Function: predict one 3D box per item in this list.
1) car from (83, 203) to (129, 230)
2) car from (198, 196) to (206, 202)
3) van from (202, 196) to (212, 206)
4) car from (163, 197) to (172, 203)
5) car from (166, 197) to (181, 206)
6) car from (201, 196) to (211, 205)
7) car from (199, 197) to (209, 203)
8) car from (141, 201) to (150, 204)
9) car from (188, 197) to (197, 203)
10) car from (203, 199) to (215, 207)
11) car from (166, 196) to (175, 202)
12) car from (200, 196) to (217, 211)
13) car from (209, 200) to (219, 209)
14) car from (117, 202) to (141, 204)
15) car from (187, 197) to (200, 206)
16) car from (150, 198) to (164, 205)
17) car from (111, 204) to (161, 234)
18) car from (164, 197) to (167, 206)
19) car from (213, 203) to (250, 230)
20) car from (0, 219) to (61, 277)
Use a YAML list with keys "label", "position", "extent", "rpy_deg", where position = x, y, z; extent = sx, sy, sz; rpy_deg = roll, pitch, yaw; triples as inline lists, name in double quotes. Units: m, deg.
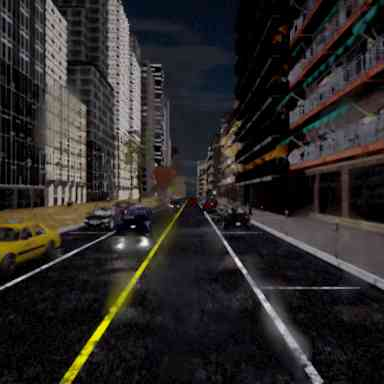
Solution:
- label: "car"
  position: [-5.680, 1.622, 21.609]
  extent: [2.008, 1.369, 4.403]
  rpy_deg: [0, 0, 0]
- label: "car"
  position: [2.734, 1.890, 87.996]
  extent: [2.008, 1.369, 4.403]
  rpy_deg: [0, 0, 0]
- label: "van"
  position: [2.720, 1.559, 60.333]
  extent: [1.690, 1.788, 3.998]
  rpy_deg: [0, 0, 0]
- label: "car"
  position: [-5.651, 1.814, 76.765]
  extent: [1.752, 1.417, 4.829]
  rpy_deg: [0, 0, 0]
- label: "car"
  position: [-2.996, 1.766, 60.528]
  extent: [2.033, 1.411, 5.357]
  rpy_deg: [0, 0, 1]
- label: "car"
  position: [2.723, 1.682, 65.865]
  extent: [1.967, 1.590, 4.097]
  rpy_deg: [0, 0, 0]
- label: "car"
  position: [2.729, 1.840, 76.930]
  extent: [2.008, 1.369, 4.403]
  rpy_deg: [0, 0, 0]
- label: "car"
  position: [-5.674, 1.660, 32.674]
  extent: [2.008, 1.369, 4.403]
  rpy_deg: [0, 0, 0]
- label: "car"
  position: [0.038, 1.715, 74.228]
  extent: [1.895, 1.301, 4.718]
  rpy_deg: [0, 0, 0]
- label: "car"
  position: [2.717, 1.777, 54.800]
  extent: [1.802, 1.307, 4.206]
  rpy_deg: [0, 0, 0]
- label: "car"
  position: [-5.646, 1.884, 88.000]
  extent: [1.887, 1.381, 4.507]
  rpy_deg: [0, 0, 0]
- label: "car"
  position: [2.409, 1.498, 42.374]
  extent: [2.097, 1.767, 4.553]
  rpy_deg: [0, 0, 0]
- label: "car"
  position: [2.704, 1.641, 27.137]
  extent: [2.008, 1.369, 4.403]
  rpy_deg: [0, 0, 0]
- label: "car"
  position: [-5.677, 1.530, 27.143]
  extent: [1.967, 1.590, 4.097]
  rpy_deg: [0, 0, 0]
- label: "car"
  position: [0.032, 1.697, 60.673]
  extent: [1.882, 1.535, 5.008]
  rpy_deg: [0, 0, 0]
- label: "car"
  position: [-5.665, 1.697, 49.102]
  extent: [1.752, 1.417, 4.829]
  rpy_deg: [0, 0, 0]
- label: "car"
  position: [-3.088, 1.627, 19.396]
  extent: [1.994, 1.385, 4.181]
  rpy_deg: [0, 0, 0]
- label: "car"
  position: [-5.660, 1.800, 60.337]
  extent: [1.802, 1.307, 4.206]
  rpy_deg: [0, 0, 0]
- label: "car"
  position: [2.701, 1.622, 21.604]
  extent: [2.008, 1.369, 4.403]
  rpy_deg: [0, 0, 0]
- label: "car"
  position: [-5.685, 1.559, 10.374]
  extent: [1.752, 1.417, 4.829]
  rpy_deg: [0, 0, 0]
